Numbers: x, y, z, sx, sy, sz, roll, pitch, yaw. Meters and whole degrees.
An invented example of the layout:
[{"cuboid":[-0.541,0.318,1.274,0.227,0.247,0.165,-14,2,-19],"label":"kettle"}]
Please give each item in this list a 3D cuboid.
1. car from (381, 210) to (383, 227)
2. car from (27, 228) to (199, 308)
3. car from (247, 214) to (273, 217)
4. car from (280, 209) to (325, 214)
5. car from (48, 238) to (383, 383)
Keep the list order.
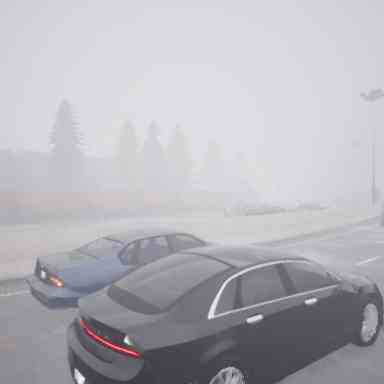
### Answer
[{"cuboid":[14.243,1.376,22.265,2.097,1.767,4.553,0,0,41],"label":"car"},{"cuboid":[-0.778,1.573,7.701,5.357,1.411,2.033,0,0,-38],"label":"car"},{"cuboid":[6.616,1.667,29.698,1.895,1.301,4.718,0,0,40],"label":"car"},{"cuboid":[9.600,1.600,27.781,2.033,1.411,5.357,0,0,40],"label":"car"},{"cuboid":[0.857,1.517,4.636,4.892,1.490,1.837,0,0,-38],"label":"car"}]
